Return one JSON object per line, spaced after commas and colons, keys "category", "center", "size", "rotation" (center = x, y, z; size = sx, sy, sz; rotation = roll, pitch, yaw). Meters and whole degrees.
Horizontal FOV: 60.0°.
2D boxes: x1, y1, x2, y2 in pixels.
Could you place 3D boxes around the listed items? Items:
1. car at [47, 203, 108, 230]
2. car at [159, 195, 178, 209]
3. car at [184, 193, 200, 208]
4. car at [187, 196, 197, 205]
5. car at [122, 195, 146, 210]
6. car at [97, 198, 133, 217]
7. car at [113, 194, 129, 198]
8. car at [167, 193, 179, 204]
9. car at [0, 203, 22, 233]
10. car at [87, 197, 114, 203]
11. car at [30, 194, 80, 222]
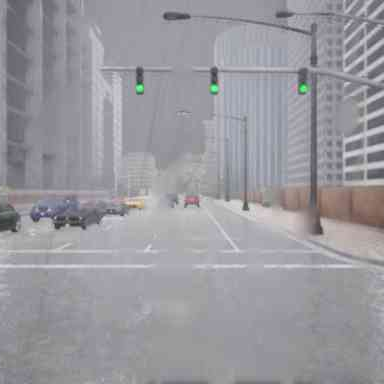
{"category": "car", "center": [-7.095, 1.588, 21.160], "size": [1.895, 1.301, 4.718], "rotation": [0, 0, 0]}
{"category": "car", "center": [-3.385, 1.519, 45.345], "size": [2.033, 1.411, 5.357], "rotation": [0, 0, 0]}
{"category": "car", "center": [0.009, 1.192, 47.784], "size": [2.150, 2.045, 5.566], "rotation": [0, 0, 0]}
{"category": "car", "center": [0.011, 1.489, 58.455], "size": [1.812, 1.442, 4.674], "rotation": [0, 0, 0]}
{"category": "car", "center": [-7.012, 1.452, 41.613], "size": [1.882, 1.535, 5.008], "rotation": [0, 0, 0]}
{"category": "car", "center": [-7.087, 1.545, 31.163], "size": [1.994, 1.385, 4.181], "rotation": [0, 0, 0]}
{"category": "car", "center": [-10.492, 1.323, 46.797], "size": [2.097, 1.767, 4.553], "rotation": [0, 0, 0]}
{"category": "car", "center": [-3.489, 1.185, 58.857], "size": [2.150, 2.045, 5.566], "rotation": [0, 0, 0]}
{"category": "car", "center": [-10.597, 1.342, 16.731], "size": [2.097, 1.767, 4.553], "rotation": [0, 0, 0]}
{"category": "car", "center": [-10.551, 1.525, 36.567], "size": [2.033, 1.411, 5.357], "rotation": [0, 0, 0]}
{"category": "car", "center": [-10.575, 1.206, 26.315], "size": [2.150, 2.045, 5.566], "rotation": [0, 0, 0]}
